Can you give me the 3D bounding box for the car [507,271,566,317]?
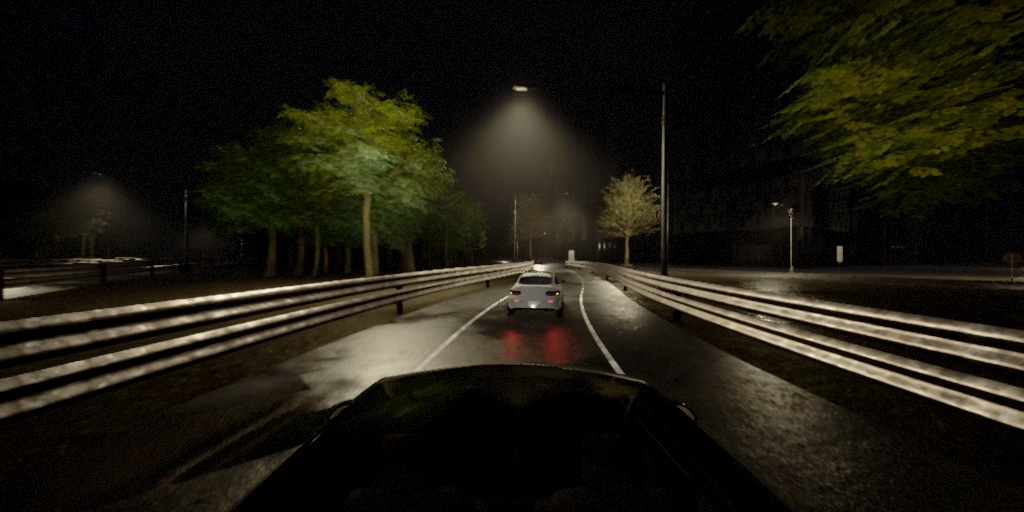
[{"bbox_3d":[0.979,1.288,13.216,1.812,1.442,4.674,0,0,8],"label":"car"}]
